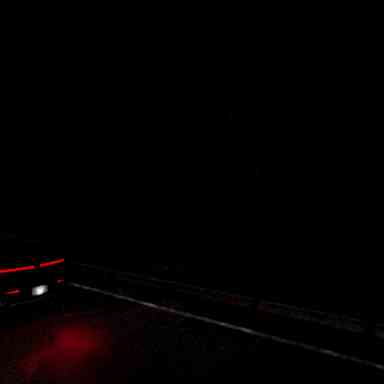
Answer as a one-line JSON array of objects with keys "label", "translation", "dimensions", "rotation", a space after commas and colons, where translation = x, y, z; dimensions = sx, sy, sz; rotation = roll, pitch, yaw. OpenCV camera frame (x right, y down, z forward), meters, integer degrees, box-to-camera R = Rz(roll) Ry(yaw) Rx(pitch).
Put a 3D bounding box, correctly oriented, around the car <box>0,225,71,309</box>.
[{"label": "car", "translation": [-4.681, 1.499, 7.337], "dimensions": [4.892, 1.490, 1.837], "rotation": [0, 0, 36]}]
